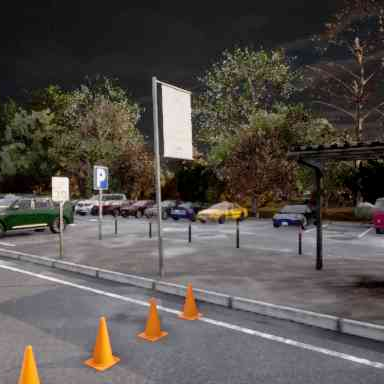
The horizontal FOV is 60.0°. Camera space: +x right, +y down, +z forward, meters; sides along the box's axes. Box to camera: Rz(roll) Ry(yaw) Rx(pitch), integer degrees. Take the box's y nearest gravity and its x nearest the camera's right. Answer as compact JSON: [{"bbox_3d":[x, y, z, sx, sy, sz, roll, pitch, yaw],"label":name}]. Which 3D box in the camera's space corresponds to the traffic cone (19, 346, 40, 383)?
[{"bbox_3d":[-1.758,1.956,3.582,0.340,0.580,0.340,0,0,35],"label":"traffic cone"}]

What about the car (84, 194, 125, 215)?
[{"bbox_3d":[-8.888,1.209,33.274,2.435,2.045,5.566,0,0,35],"label":"car"}]

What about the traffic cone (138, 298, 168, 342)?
[{"bbox_3d":[-0.607,1.956,5.214,0.340,0.580,0.340,0,0,35],"label":"traffic cone"}]

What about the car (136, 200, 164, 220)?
[{"bbox_3d":[-2.057,1.471,28.512,2.231,1.521,4.892,0,0,35],"label":"car"}]

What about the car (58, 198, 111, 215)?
[{"bbox_3d":[-11.145,1.458,34.889,2.231,1.521,4.892,0,0,35],"label":"car"}]

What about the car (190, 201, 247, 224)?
[{"bbox_3d":[2.373,1.473,25.162,1.946,1.575,5.366,0,0,35],"label":"car"}]

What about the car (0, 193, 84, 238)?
[{"bbox_3d":[-8.890,1.219,17.285,2.435,2.045,5.566,0,0,35],"label":"car"}]

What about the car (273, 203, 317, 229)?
[{"bbox_3d":[7.004,1.512,22.096,2.163,1.488,4.792,0,0,35],"label":"car"}]

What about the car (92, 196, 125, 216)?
[{"bbox_3d":[-6.599,1.463,31.705,2.097,1.535,5.008,0,0,35],"label":"car"}]

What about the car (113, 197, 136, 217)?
[{"bbox_3d":[-4.328,1.466,30.108,2.097,1.535,5.008,0,0,35],"label":"car"}]

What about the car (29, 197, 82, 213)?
[{"bbox_3d":[-15.579,1.440,38.241,1.946,1.575,5.366,0,0,35],"label":"car"}]

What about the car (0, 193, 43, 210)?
[{"bbox_3d":[-22.513,1.148,42.858,2.435,2.045,5.566,0,0,35],"label":"car"}]

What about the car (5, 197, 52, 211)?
[{"bbox_3d":[-20.212,1.447,41.309,2.163,1.488,4.792,0,0,35],"label":"car"}]

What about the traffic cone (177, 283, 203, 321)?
[{"bbox_3d":[-0.032,1.956,6.030,0.340,0.580,0.340,0,0,36],"label":"traffic cone"}]

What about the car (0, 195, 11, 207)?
[{"bbox_3d":[-29.203,1.326,47.825,1.946,1.575,5.366,1,0,35],"label":"car"}]

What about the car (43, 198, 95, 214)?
[{"bbox_3d":[-13.417,1.451,36.488,2.097,1.535,5.008,0,0,35],"label":"car"}]

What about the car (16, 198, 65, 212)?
[{"bbox_3d":[-17.969,1.464,39.661,2.163,1.488,4.792,0,0,35],"label":"car"}]

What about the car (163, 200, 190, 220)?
[{"bbox_3d":[0.226,1.503,26.935,2.163,1.488,4.792,0,0,35],"label":"car"}]

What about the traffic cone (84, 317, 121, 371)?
[{"bbox_3d":[-1.182,1.956,4.398,0.340,0.580,0.340,0,0,35],"label":"traffic cone"}]

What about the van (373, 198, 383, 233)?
[{"bbox_3d":[11.628,1.264,19.022,1.878,1.987,4.442,0,0,35],"label":"van"}]
